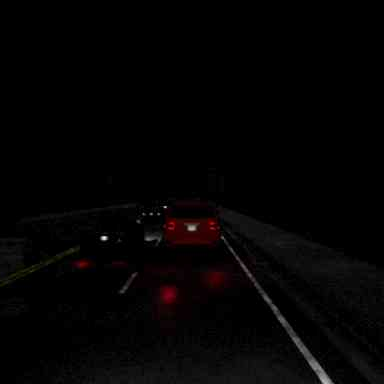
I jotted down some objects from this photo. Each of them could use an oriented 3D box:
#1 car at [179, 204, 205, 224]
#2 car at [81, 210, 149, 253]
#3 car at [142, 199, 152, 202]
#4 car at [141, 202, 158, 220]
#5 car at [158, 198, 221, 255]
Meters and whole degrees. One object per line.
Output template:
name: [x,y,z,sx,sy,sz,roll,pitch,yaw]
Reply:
car: [0.002,1.833,28.999,2.033,1.411,5.357,0,-1,0]
car: [-3.245,1.701,14.322,1.994,1.385,4.181,0,-1,0]
car: [-9.748,2.302,71.803,2.033,1.411,5.357,0,-1,0]
car: [-3.248,1.833,28.998,2.033,1.411,5.357,0,-1,0]
car: [0.001,1.351,14.023,2.150,2.045,5.566,0,0,0]
